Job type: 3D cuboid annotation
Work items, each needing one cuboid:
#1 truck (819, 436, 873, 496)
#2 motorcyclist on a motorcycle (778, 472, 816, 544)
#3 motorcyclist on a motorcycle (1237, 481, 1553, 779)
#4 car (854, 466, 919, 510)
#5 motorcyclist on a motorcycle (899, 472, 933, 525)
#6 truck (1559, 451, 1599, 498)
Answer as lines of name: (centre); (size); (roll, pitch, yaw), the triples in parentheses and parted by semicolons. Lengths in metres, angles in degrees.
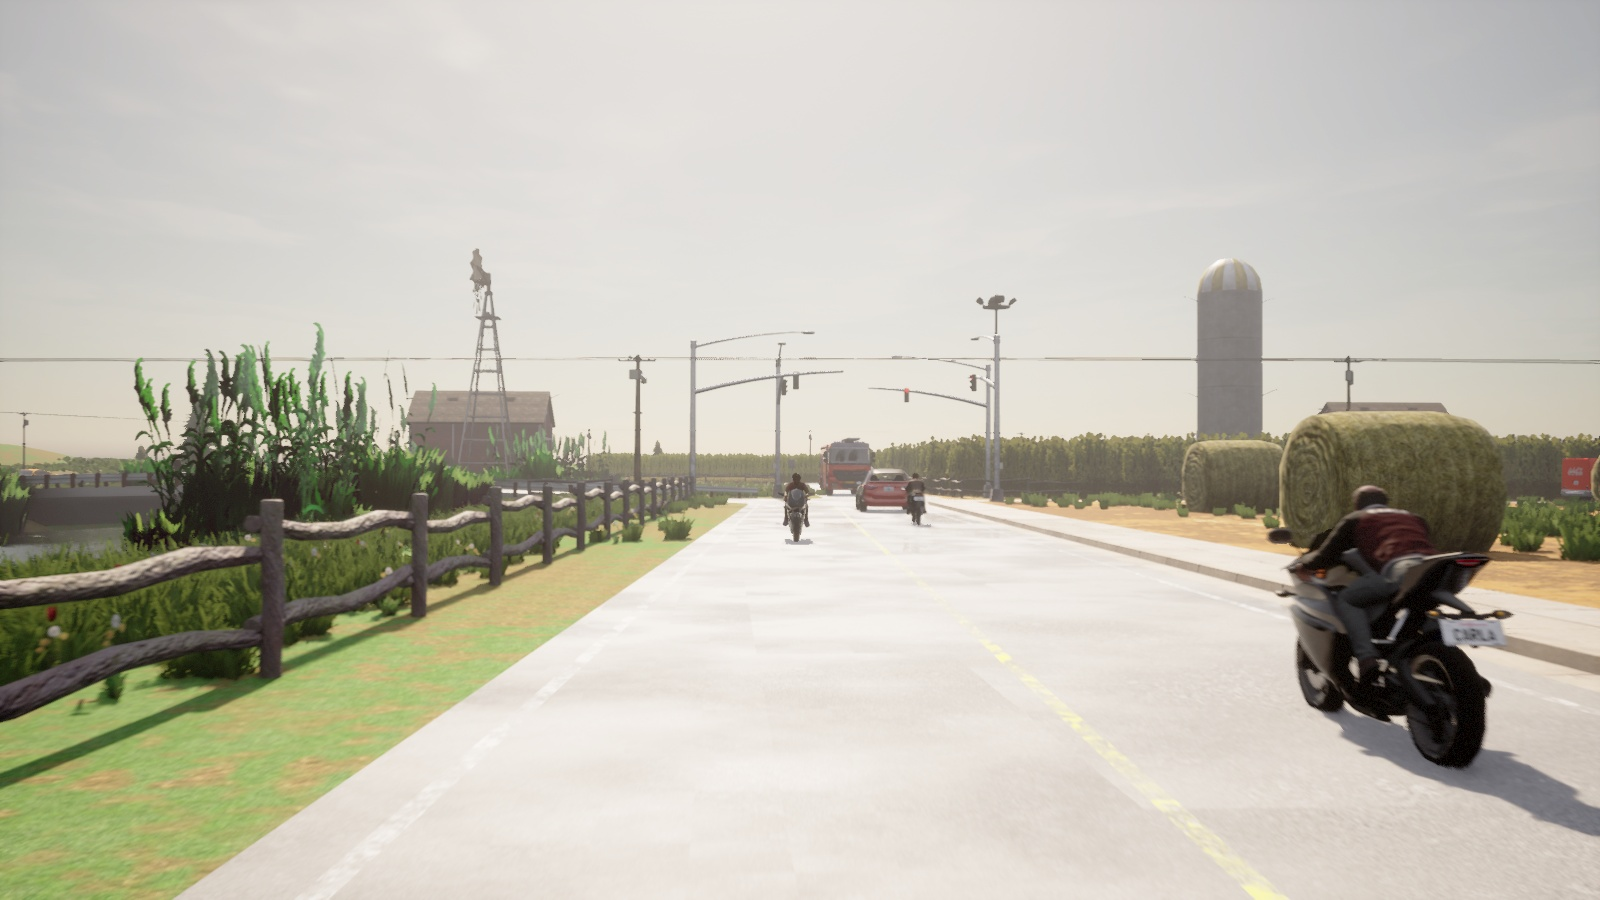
truck: (3.045, 1.093, 84.850); (2.891, 3.827, 8.468); (0, -1, -3)
motorcyclist on a motorcycle: (-0.069, 1.265, 27.958); (0.797, 1.523, 2.044); (0, -1, 0)
motorcyclist on a motorcycle: (3.481, 0.964, 7.640); (0.866, 1.530, 2.191); (0, -1, 0)
car: (3.381, 1.479, 49.808); (2.242, 1.667, 4.611); (0, -1, 0)
motorcyclist on a motorcycle: (3.409, 1.402, 36.958); (0.797, 1.523, 2.044); (0, -1, 0)
truck: (44.386, 1.320, 67.845); (5.204, 2.467, 2.627); (0, -1, -3)
